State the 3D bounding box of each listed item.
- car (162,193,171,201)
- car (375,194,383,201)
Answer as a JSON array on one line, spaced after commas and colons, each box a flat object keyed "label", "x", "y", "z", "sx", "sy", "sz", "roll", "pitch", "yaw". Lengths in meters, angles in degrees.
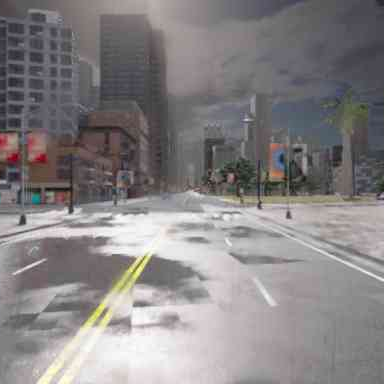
[{"label": "car", "x": -6.621, "y": 1.162, "z": 86.524, "sx": 2.150, "sy": 2.045, "sz": 5.566, "roll": 0, "pitch": 0, "yaw": 0}, {"label": "car", "x": 39.485, "y": 1.156, "z": 67.645, "sx": 4.674, "sy": 1.442, "sz": 1.812, "roll": -1, "pitch": 0, "yaw": -24}]
